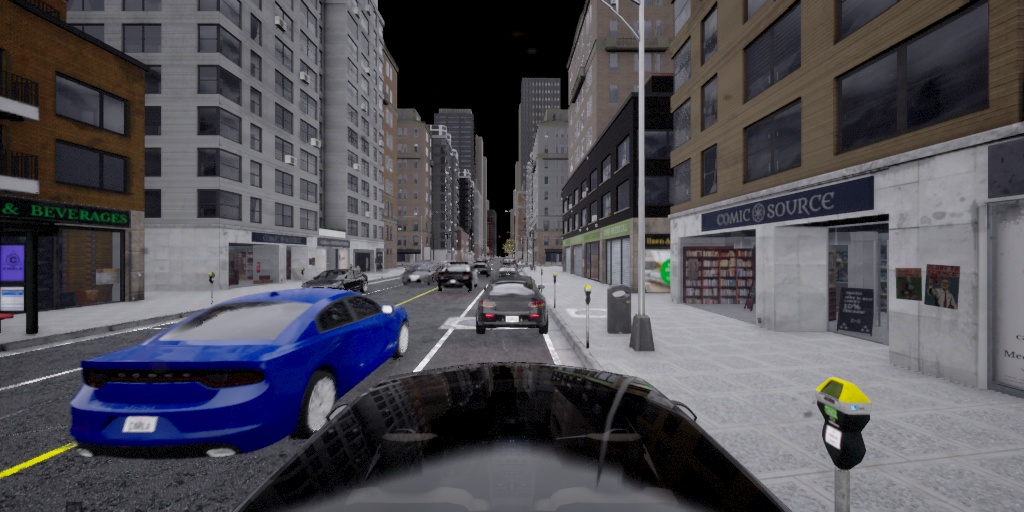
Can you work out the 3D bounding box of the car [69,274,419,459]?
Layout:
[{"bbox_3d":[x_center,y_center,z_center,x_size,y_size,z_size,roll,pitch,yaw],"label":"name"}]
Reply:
[{"bbox_3d":[-3.047,1.227,5.418,1.882,1.535,5.008,0,0,0],"label":"car"}]

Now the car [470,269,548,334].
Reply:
[{"bbox_3d":[0.003,1.276,10.500,1.812,1.442,4.674,0,0,0],"label":"car"}]

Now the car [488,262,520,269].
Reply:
[{"bbox_3d":[-0.288,1.301,23.738,2.007,1.370,4.403,0,0,0],"label":"car"}]

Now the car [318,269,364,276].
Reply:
[{"bbox_3d":[-8.813,1.316,18.202,1.948,1.339,4.313,0,0,0],"label":"car"}]

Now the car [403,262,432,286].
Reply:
[{"bbox_3d":[-6.245,1.242,25.258,2.128,1.511,4.902,0,0,0],"label":"car"}]

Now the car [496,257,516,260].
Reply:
[{"bbox_3d":[-0.288,1.066,40.309,2.192,1.841,5.009,0,0,0],"label":"car"}]

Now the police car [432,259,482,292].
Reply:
[{"bbox_3d":[-3.143,1.176,21.624,1.930,1.638,5.238,0,0,0],"label":"police car"}]

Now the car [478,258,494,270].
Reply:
[{"bbox_3d":[-3.050,1.257,35.255,1.837,1.490,4.892,0,0,0],"label":"car"}]
